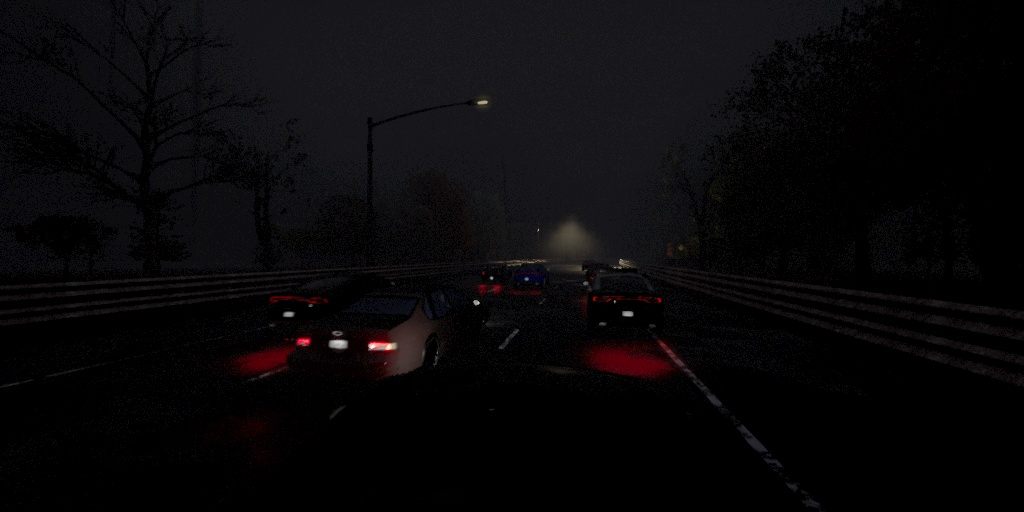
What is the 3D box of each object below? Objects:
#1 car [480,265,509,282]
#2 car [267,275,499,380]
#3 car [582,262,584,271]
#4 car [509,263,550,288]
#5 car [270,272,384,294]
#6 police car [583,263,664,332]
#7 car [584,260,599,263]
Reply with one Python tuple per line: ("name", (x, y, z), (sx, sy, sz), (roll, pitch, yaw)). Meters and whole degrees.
("car", (-1.058, 1.361, 29.319), (1.895, 1.301, 4.718), (0, 0, 12))
("car", (-1.950, 1.297, 7.515), (2.033, 1.411, 5.357), (0, 0, 11))
("car", (10.552, 1.260, 48.648), (1.882, 1.535, 5.008), (0, 0, 15))
("car", (1.404, 1.235, 24.057), (1.882, 1.535, 5.008), (0, 0, 12))
("car", (-4.838, 1.229, 10.958), (1.882, 1.535, 5.008), (0, 0, 11))
("police car", (3.266, 1.177, 11.099), (1.930, 1.638, 5.238), (0, 0, 11))
("car", (6.438, 1.265, 26.464), (1.837, 1.490, 4.892), (0, 0, 12))
